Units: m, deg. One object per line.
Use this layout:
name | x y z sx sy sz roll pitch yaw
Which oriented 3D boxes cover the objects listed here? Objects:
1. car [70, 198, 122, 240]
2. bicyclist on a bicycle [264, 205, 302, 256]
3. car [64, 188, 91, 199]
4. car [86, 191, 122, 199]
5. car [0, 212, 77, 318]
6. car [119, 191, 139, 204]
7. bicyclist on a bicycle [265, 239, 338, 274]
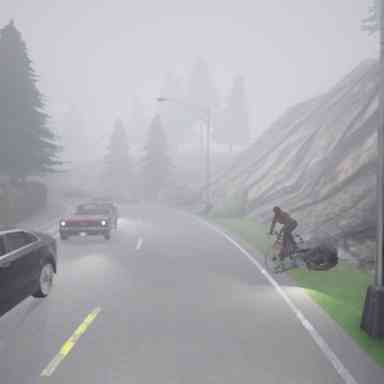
car | -4.293 1.172 14.425 1.895 1.301 4.718 0 2 -8
bicyclist on a bicycle | 2.386 1.135 8.687 1.656 1.620 0.582 -13 9 -37
car | -15.033 0.223 44.747 5.357 1.411 2.033 1 2 39
car | -6.552 0.878 24.474 1.895 1.301 4.718 0 2 -18
car | -3.704 1.332 5.101 2.128 1.511 4.902 0 2 -1
car | -7.050 0.535 35.092 1.994 1.385 4.181 -1 2 -27
bicyclist on a bicycle | 2.756 1.532 7.668 1.656 0.582 1.620 -17 -8 -29
